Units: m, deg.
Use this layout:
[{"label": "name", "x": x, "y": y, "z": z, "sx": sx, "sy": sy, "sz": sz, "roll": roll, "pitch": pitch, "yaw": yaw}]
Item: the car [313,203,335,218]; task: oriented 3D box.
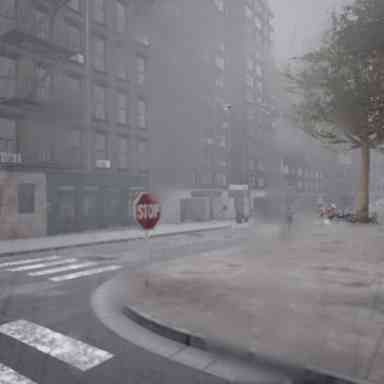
[{"label": "car", "x": 18.661, "y": 2.510, "z": 46.576, "sx": 2.150, "sy": 2.045, "sz": 5.566, "roll": -1, "pitch": -2, "yaw": 36}]

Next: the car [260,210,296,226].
[{"label": "car", "x": 8.563, "y": 2.511, "z": 32.706, "sx": 2.033, "sy": 1.411, "sz": 5.357, "roll": -1, "pitch": -2, "yaw": 36}]

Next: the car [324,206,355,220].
[{"label": "car", "x": 18.448, "y": 2.822, "z": 41.473, "sx": 1.895, "sy": 1.301, "sz": 4.718, "roll": -1, "pitch": -2, "yaw": 36}]
